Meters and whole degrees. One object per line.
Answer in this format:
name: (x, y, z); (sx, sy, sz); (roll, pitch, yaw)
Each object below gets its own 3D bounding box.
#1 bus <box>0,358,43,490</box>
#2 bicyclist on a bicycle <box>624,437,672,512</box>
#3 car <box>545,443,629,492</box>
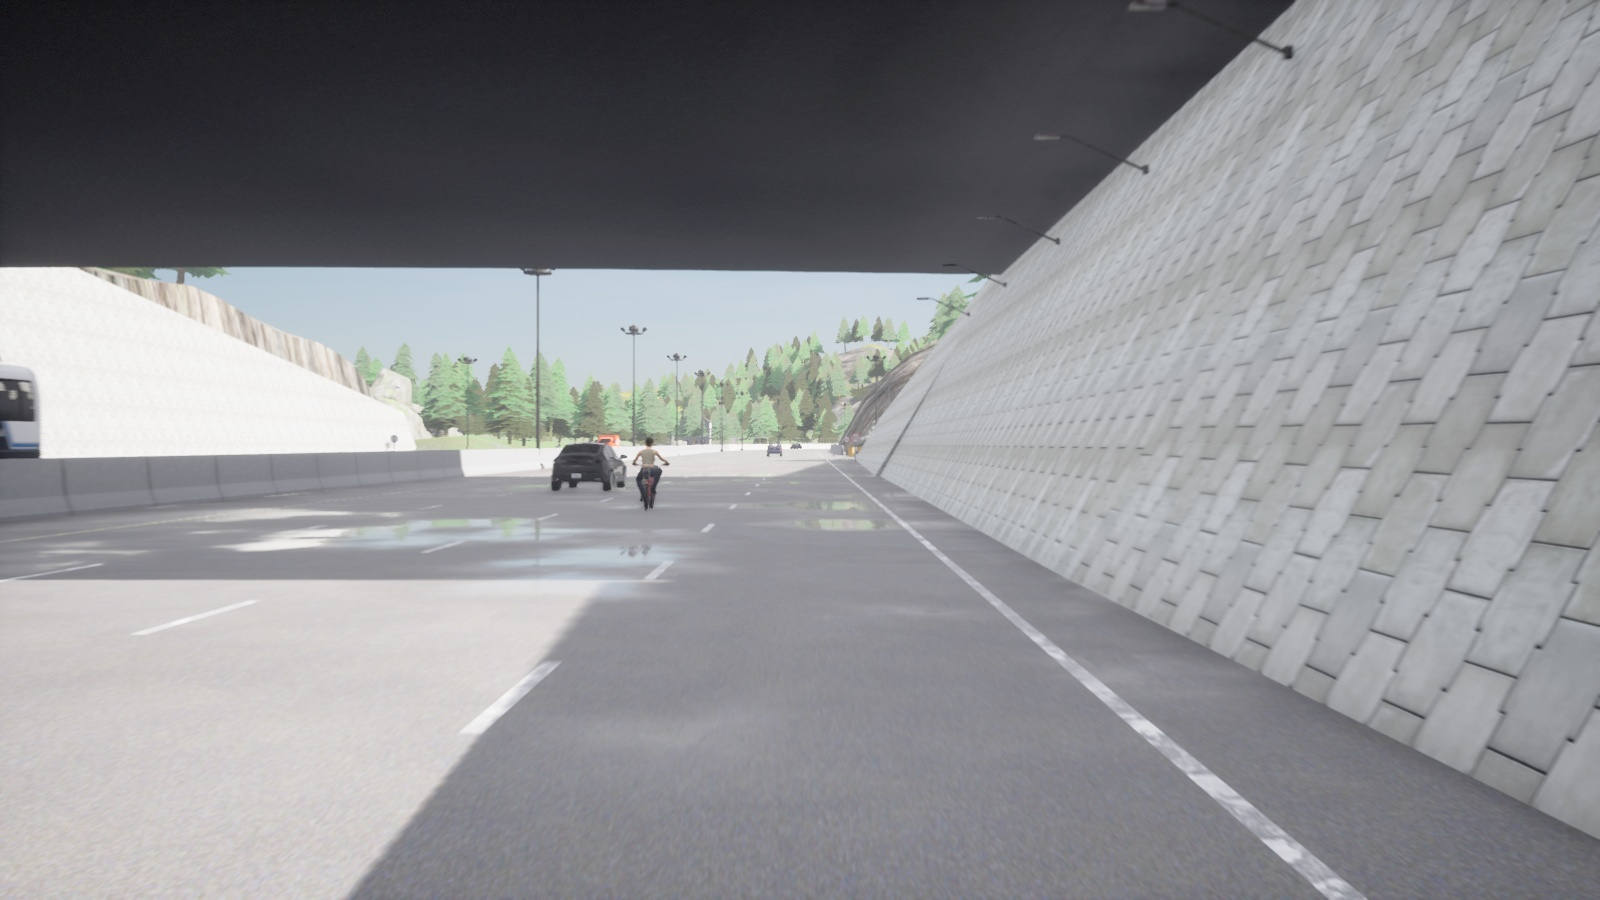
bus: (-27.901, -0.867, 37.511); (3.944, 4.253, 10.273); (1, 0, 2)
bicyclist on a bicycle: (-3.333, 0.522, 27.640); (0.866, 1.612, 1.509); (0, 0, 1)
car: (-6.763, 0.515, 40.299); (1.837, 1.490, 4.892); (0, 0, 0)
